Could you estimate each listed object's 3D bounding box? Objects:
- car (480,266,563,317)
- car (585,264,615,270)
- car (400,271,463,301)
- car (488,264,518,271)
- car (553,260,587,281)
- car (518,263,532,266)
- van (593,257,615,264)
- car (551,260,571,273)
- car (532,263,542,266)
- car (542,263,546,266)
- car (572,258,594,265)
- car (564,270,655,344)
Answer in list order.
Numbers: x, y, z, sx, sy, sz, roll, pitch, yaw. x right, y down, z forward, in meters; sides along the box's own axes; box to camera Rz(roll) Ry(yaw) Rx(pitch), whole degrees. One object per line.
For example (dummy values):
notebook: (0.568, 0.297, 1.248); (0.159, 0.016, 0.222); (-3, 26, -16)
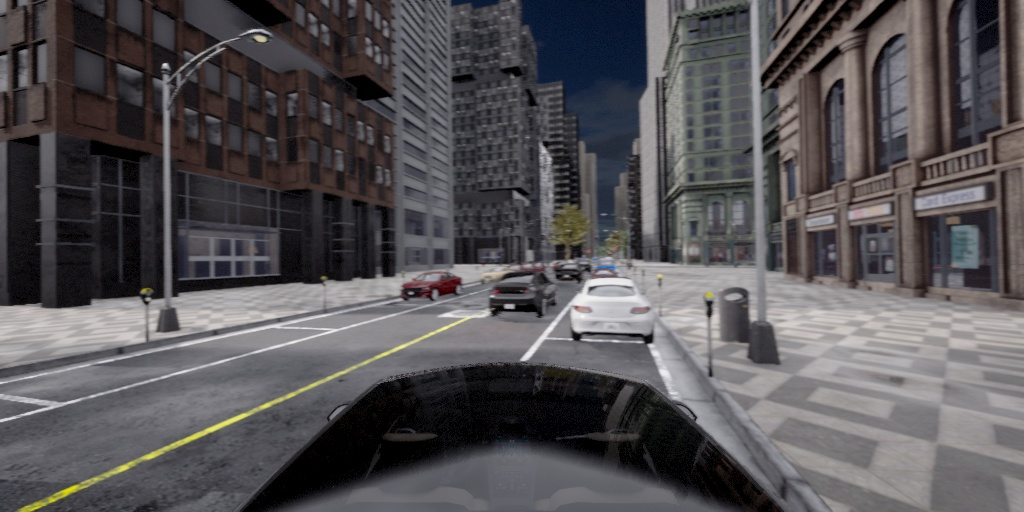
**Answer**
car: (0.560, 1.318, 13.516); (1.837, 1.490, 4.892); (-1, 0, 15)
car: (5.618, 1.350, 21.820); (1.802, 1.307, 4.207); (0, 0, 15)
car: (-4.076, 1.478, 18.761); (1.888, 1.381, 4.507); (0, 0, 15)
car: (-1.207, 1.469, 29.257); (1.751, 1.417, 4.829); (0, 0, 15)
car: (4.607, 1.305, 28.313); (1.882, 1.535, 5.008); (-1, -1, 15)
car: (0.295, 1.495, 34.750); (1.888, 1.381, 4.507); (0, 0, 15)
van: (8.536, 1.120, 32.478); (1.690, 1.789, 3.998); (0, 0, 15)
car: (6.531, 1.387, 47.149); (1.882, 1.535, 5.008); (-1, -1, 16)
car: (1.752, 1.500, 40.080); (1.888, 1.381, 4.507); (0, 0, 15)
car: (3.209, 1.507, 45.410); (1.888, 1.381, 4.507); (0, 0, 15)
car: (8.820, 1.324, 44.087); (1.882, 1.535, 5.008); (-1, 0, 15)
car: (2.646, 1.274, 9.584); (1.812, 1.442, 4.674); (-1, 0, 15)
